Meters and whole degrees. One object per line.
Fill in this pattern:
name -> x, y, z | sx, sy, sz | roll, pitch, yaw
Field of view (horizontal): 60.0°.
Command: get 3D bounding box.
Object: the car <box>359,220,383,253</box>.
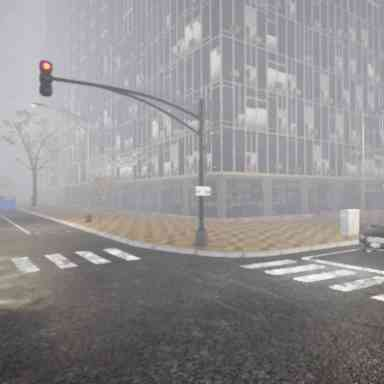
car -> 8.966, 1.794, 14.048 | 4.902, 1.511, 2.128 | 1, -1, -35

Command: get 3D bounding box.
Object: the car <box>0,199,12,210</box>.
car -> -25.176, 1.617, 44.216 | 1.802, 1.307, 4.206 | 1, 0, -34

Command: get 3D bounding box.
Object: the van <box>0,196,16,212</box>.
van -> -21.976, 1.374, 39.520 | 1.690, 1.788, 3.998 | 1, 0, -34
